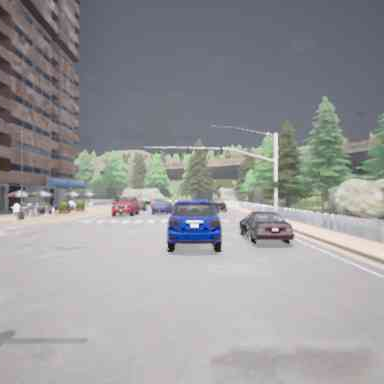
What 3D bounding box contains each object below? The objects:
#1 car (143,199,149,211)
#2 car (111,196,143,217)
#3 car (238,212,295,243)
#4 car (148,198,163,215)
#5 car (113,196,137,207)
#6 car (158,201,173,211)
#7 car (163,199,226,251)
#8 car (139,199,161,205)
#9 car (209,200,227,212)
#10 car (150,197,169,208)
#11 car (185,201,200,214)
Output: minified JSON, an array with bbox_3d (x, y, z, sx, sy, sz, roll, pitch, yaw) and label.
[{"bbox_3d":[-7.254,1.859,45.673,2.128,1.511,4.902,0,0,-2],"label":"car"},{"bbox_3d":[-7.078,1.511,35.934,2.150,2.045,5.566,0,0,0],"label":"car"},{"bbox_3d":[3.592,1.694,16.857,2.033,1.411,5.357,0,0,0],"label":"car"},{"bbox_3d":[-3.578,1.794,38.842,1.882,1.535,5.008,0,0,0],"label":"car"},{"bbox_3d":[-12.706,1.725,62.508,2.150,2.045,5.566,0,-1,-38],"label":"car"},{"bbox_3d":[-3.839,1.955,47.944,1.994,1.385,4.181,0,0,-2],"label":"car"},{"bbox_3d":[0.093,1.362,14.987,2.150,2.045,5.566,0,0,0],"label":"car"},{"bbox_3d":[-9.306,2.195,73.839,4.718,1.301,1.895,0,-1,37],"label":"car"},{"bbox_3d":[3.499,1.856,45.618,1.882,1.535,5.008,0,0,-2],"label":"car"},{"bbox_3d":[-5.544,1.813,56.507,2.097,1.767,4.553,0,-1,-19],"label":"car"},{"bbox_3d":[0.082,1.869,41.705,1.812,1.442,4.674,0,0,0],"label":"car"}]
